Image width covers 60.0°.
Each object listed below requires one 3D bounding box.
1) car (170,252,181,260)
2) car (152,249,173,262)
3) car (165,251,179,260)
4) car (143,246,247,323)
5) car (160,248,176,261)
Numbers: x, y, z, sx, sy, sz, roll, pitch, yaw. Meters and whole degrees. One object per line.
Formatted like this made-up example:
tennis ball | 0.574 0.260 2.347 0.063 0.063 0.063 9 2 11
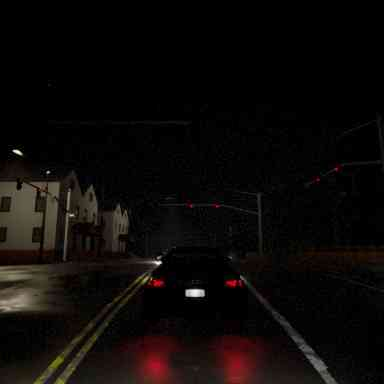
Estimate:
car | -3.569 13.688 71.323 2.128 1.511 4.902 0 -11 0
car | -3.632 8.019 42.118 2.128 1.511 4.902 0 -11 0
car | -3.621 11.745 61.433 2.128 1.511 4.902 0 -11 0
car | 0.065 1.984 7.876 1.994 1.385 4.181 0 -7 0
car | -3.637 9.714 51.644 2.097 1.767 4.553 0 -11 0
